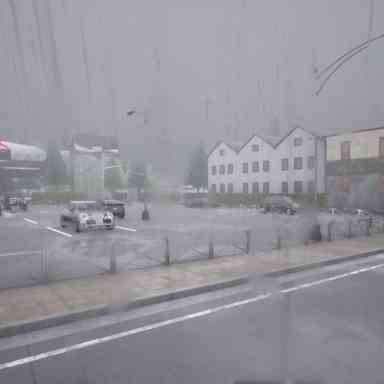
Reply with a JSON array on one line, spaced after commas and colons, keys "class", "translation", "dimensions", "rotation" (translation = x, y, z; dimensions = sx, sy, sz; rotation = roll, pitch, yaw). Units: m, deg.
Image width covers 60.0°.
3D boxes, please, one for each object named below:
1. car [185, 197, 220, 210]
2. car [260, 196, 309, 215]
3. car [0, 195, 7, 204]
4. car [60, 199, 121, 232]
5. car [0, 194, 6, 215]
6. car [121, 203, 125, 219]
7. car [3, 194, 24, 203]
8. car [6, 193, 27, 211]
[{"class": "car", "translation": [1.178, 1.371, 40.862], "dimensions": [2.033, 1.411, 5.357], "rotation": [0, 0, -35]}, {"class": "car", "translation": [8.475, 1.176, 30.615], "dimensions": [2.097, 1.767, 4.553], "rotation": [0, 0, -35]}, {"class": "car", "translation": [-39.486, 1.495, 65.901], "dimensions": [4.611, 1.667, 2.242], "rotation": [0, 0, -36]}, {"class": "car", "translation": [-5.603, 1.248, 17.685], "dimensions": [1.970, 1.475, 3.806], "rotation": [0, 0, -36]}, {"class": "car", "translation": [-18.207, 1.113, 29.640], "dimensions": [1.932, 1.855, 4.605], "rotation": [0, 0, -36]}, {"class": "car", "translation": [-6.733, 1.313, 25.548], "dimensions": [2.007, 1.523, 4.514], "rotation": [0, 0, -36]}, {"class": "car", "translation": [-39.260, 1.328, 73.030], "dimensions": [3.866, 1.878, 1.905], "rotation": [0, 0, -36]}, {"class": "car", "translation": [-20.120, 1.092, 37.950], "dimensions": [1.905, 1.878, 3.866], "rotation": [0, 0, -36]}]
